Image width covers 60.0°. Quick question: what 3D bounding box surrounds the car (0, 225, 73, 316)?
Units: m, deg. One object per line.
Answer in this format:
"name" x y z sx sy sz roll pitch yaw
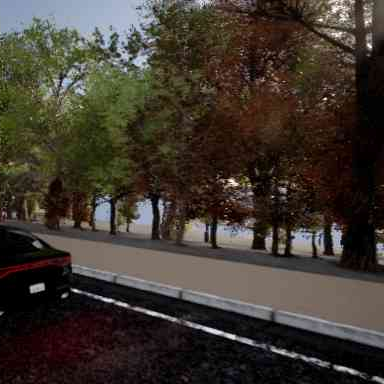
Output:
"car" -4.574 1.420 6.947 5.008 1.535 1.882 1 0 35
